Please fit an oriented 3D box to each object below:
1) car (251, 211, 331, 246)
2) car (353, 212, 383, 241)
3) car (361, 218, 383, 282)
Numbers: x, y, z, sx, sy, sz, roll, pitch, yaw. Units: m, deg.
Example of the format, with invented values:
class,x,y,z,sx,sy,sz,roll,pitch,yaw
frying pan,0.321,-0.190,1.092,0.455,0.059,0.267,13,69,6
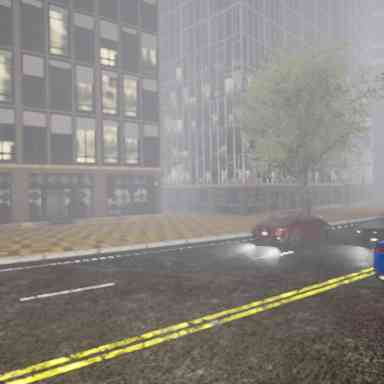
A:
class,x,y,z,sx,sy,sz,roll,pitch,yaw
car,4.667,1.595,15.522,4.181,1.385,1.994,0,0,-39
car,9.467,1.571,15.205,5.357,1.411,2.033,0,0,-39
car,6.516,1.487,8.486,5.008,1.535,1.882,0,0,-38
